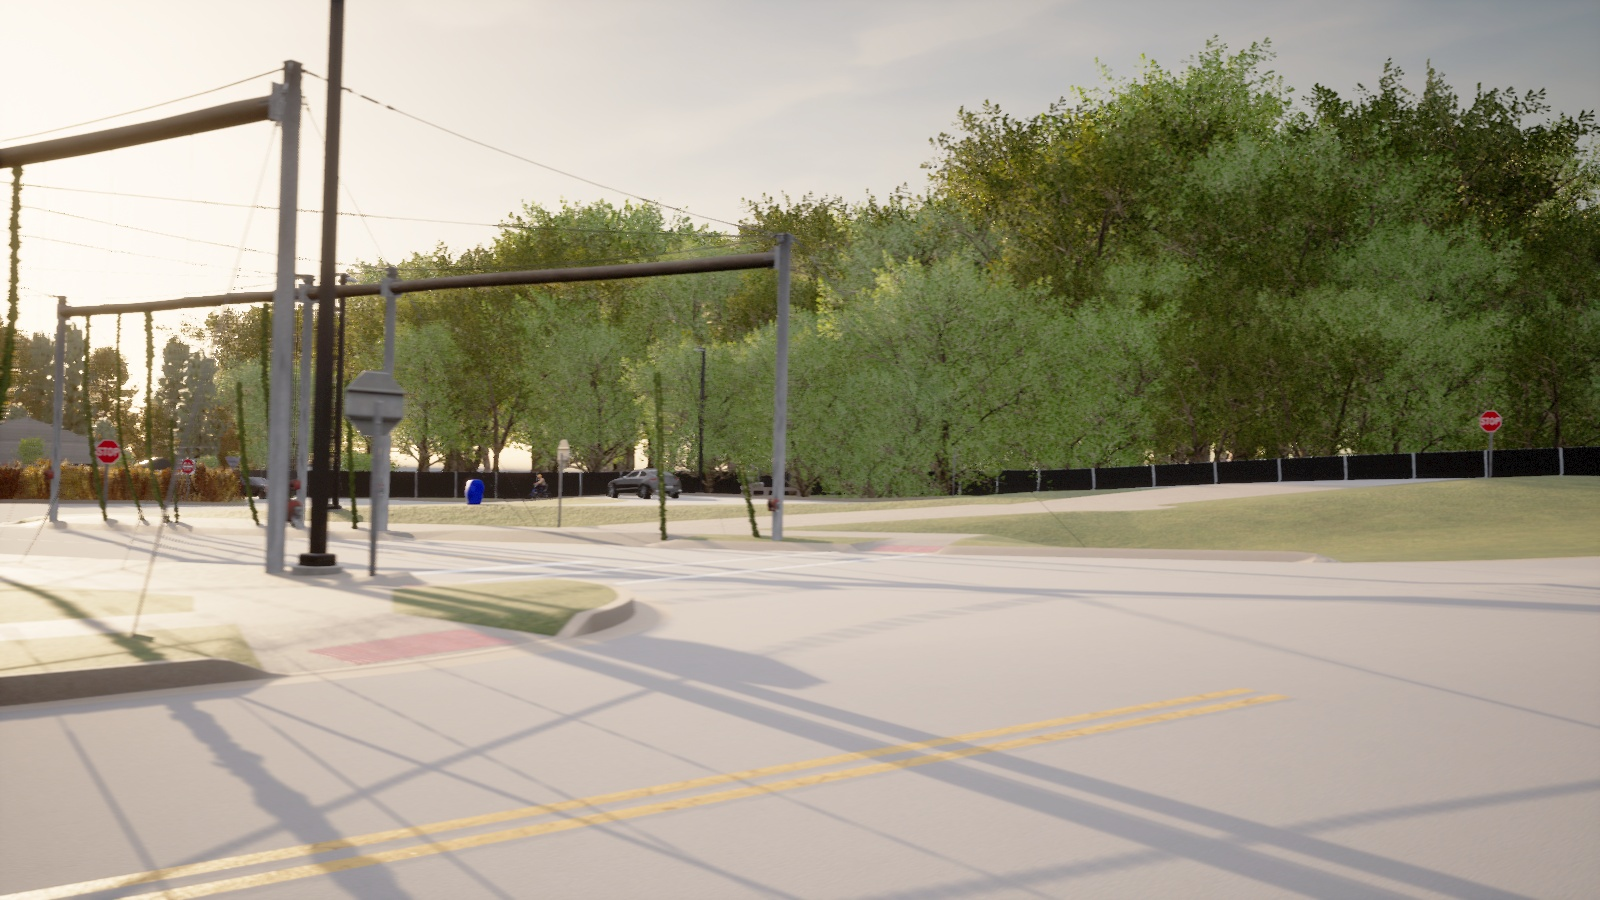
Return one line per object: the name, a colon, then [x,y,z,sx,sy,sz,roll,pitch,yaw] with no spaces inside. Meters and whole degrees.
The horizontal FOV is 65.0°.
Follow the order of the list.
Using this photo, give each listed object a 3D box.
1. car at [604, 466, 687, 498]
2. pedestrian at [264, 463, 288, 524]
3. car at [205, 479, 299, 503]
car: [-8.578,1.746,69.221,2.152,1.651,5.027,-1,0,-40]
pedestrian: [-15.993,1.326,38.314,0.594,1.836,0.345,1,-1,31]
car: [-34.157,2.513,78.256,5.357,1.411,2.033,0,-1,19]
